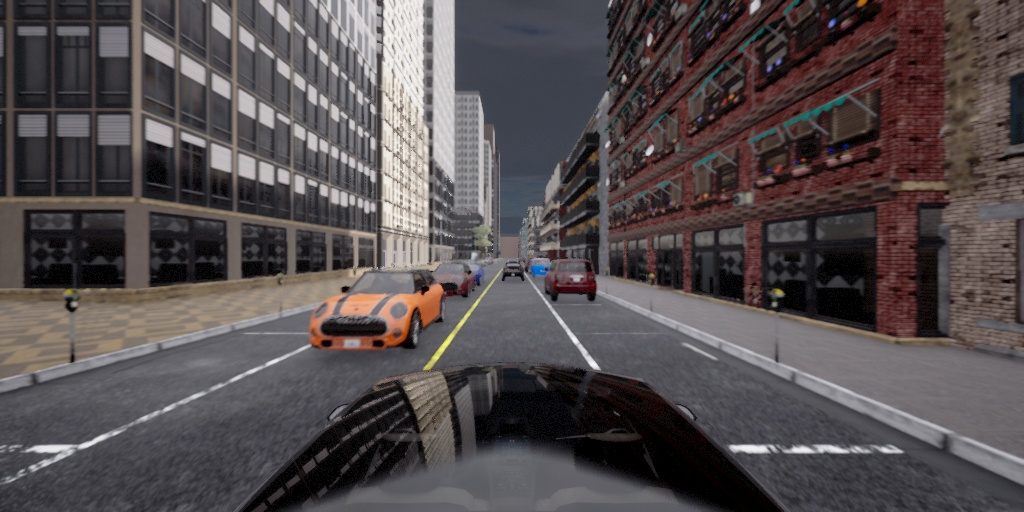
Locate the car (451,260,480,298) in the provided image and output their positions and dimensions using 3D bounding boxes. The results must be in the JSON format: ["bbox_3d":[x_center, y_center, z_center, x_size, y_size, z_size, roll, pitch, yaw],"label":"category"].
[{"bbox_3d":[-3.081,1.106,18.472,2.097,1.767,4.553,0,0,0],"label":"car"}]

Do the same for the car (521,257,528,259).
[{"bbox_3d":[2.681,1.084,45.034,2.192,1.841,5.009,0,0,0],"label":"car"}]

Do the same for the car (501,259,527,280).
[{"bbox_3d":[0.093,1.266,31.497,1.837,1.490,4.892,0,0,0],"label":"car"}]

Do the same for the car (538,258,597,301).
[{"bbox_3d":[2.687,1.070,17.280,2.192,1.841,5.009,0,0,0],"label":"car"}]

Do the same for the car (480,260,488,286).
[{"bbox_3d":[-3.005,1.241,25.678,1.882,1.535,5.008,0,0,0],"label":"car"}]

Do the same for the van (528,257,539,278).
[{"bbox_3d":[2.683,1.103,33.932,1.690,1.789,3.998,0,0,0],"label":"van"}]

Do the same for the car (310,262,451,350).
[{"bbox_3d":[-3.086,1.104,9.187,2.097,1.767,4.553,0,0,0],"label":"car"}]
